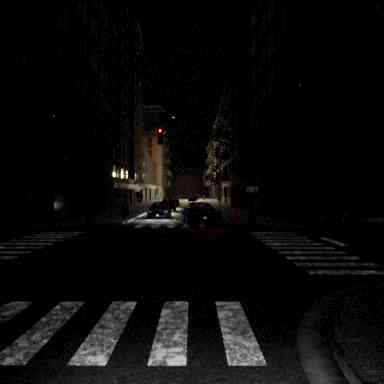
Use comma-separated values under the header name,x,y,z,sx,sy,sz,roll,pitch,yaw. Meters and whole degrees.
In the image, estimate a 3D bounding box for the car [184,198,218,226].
name,x,y,z,sx,sy,sz,roll,pitch,yaw
car,0.510,1.467,23.247,1.882,1.535,5.008,-1,0,-7

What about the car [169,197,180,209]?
name,x,y,z,sx,sy,sz,roll,pitch,yaw
car,-2.835,1.470,39.988,2.128,1.511,4.902,0,0,0

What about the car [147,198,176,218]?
name,x,y,z,sx,sy,sz,roll,pitch,yaw
car,-2.840,1.533,30.166,2.033,1.411,5.357,0,0,0

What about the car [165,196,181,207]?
name,x,y,z,sx,sy,sz,roll,pitch,yaw
car,-2.835,1.461,50.189,2.128,1.511,4.902,0,0,0

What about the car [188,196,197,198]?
name,x,y,z,sx,sy,sz,roll,pitch,yaw
car,0.112,1.471,69.958,1.812,1.442,4.674,0,0,0

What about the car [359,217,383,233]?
name,x,y,z,sx,sy,sz,roll,pitch,yaw
car,11.637,1.549,17.861,4.829,1.417,1.752,0,0,0
